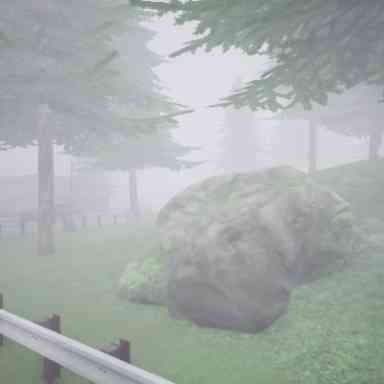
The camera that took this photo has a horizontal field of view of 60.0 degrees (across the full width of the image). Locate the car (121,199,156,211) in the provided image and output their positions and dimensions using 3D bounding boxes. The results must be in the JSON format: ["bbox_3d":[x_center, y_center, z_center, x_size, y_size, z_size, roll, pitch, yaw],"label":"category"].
[{"bbox_3d":[-7.375,1.701,45.514,2.033,1.411,5.357,0,0,-44],"label":"car"}]

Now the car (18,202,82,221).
[{"bbox_3d":[-11.091,1.608,26.292,1.837,1.490,4.892,0,0,35],"label":"car"}]

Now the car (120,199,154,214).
[{"bbox_3d":[-5.782,1.633,35.046,1.812,1.442,4.674,0,0,18],"label":"car"}]
